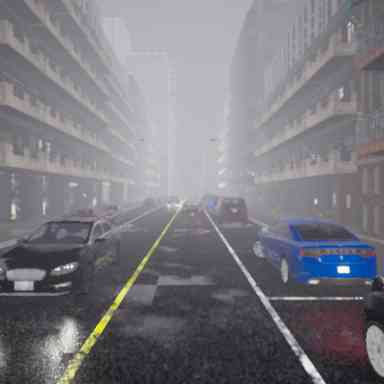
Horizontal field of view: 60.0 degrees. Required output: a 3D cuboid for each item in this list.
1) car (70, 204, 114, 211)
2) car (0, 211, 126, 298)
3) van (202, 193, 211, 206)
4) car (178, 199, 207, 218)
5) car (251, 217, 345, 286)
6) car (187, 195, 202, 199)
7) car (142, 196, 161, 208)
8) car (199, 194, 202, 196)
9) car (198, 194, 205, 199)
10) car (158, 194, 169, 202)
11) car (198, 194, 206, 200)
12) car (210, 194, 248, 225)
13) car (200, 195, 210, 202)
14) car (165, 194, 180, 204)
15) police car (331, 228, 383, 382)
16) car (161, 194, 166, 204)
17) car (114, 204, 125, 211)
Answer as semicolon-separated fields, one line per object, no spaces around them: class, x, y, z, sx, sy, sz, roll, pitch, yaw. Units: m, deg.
car;-5.713;1.486;17.507;1.887;1.381;4.507;0;0;0
car;-3.113;1.462;8.605;2.128;1.511;4.902;0;0;0
van;2.626;1.195;45.933;1.690;1.788;3.998;0;0;0
car;0.041;1.506;28.942;1.895;1.301;4.718;0;0;0
car;3.126;1.446;9.347;1.882;1.535;5.008;0;0;0
car;0.015;1.461;43.788;1.895;1.301;4.718;0;0;0
car;-5.755;1.398;45.919;1.887;1.381;4.507;0;0;0
car;2.609;1.135;57.298;2.192;1.841;5.009;0;0;0
car;2.559;1.278;91.393;2.008;1.369;4.403;0;0;0
car;-5.788;1.227;68.648;1.967;1.590;4.097;0;0;0
car;2.568;1.292;85.711;2.008;1.369;4.403;0;0;0
car;2.659;1.238;23.204;2.192;1.841;5.009;0;0;0
car;2.592;1.353;68.663;1.947;1.339;4.313;0;0;0
car;-3.092;1.345;57.433;1.812;1.442;4.674;0;0;0
police car;3.130;1.416;2.457;1.930;1.638;5.238;0;0;0
car;-5.772;1.370;57.284;2.008;1.369;4.403;0;0;0
car;-5.722;1.505;23.190;1.802;1.307;4.206;0;0;0
